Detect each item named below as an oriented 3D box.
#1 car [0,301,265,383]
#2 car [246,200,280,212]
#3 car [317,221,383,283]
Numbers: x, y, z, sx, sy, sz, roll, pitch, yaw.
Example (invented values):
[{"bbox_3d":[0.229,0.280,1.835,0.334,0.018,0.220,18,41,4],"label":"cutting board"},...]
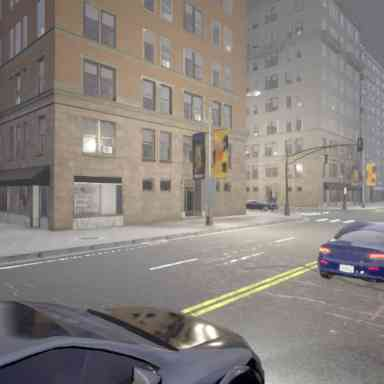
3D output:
[{"bbox_3d":[-1.194,1.564,2.400,1.994,1.385,4.181,0,0,43],"label":"car"},{"bbox_3d":[7.714,1.590,38.808,4.718,1.301,1.895,0,0,43],"label":"car"},{"bbox_3d":[4.991,1.528,9.039,1.812,1.442,4.674,0,0,43],"label":"car"}]
